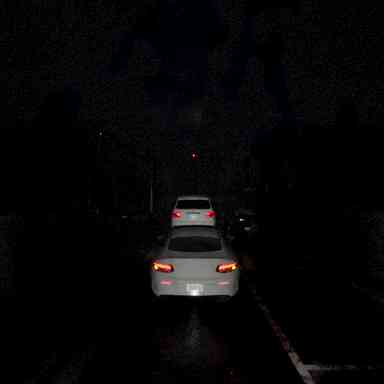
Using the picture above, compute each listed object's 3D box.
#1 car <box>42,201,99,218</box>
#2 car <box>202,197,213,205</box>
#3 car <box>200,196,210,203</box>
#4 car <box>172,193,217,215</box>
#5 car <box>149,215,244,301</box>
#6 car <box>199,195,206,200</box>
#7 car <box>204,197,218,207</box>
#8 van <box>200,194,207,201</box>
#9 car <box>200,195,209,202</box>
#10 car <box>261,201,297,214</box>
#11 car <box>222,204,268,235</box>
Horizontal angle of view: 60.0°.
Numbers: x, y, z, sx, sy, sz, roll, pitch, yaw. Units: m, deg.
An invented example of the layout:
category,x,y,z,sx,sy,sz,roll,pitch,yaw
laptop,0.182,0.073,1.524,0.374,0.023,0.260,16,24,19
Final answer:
category,x,y,z,sx,sy,sz,roll,pitch,yaw
car,-11.036,1.593,30.279,4.902,1.511,2.128,0,1,0
car,2.832,1.589,61.791,1.802,1.307,4.206,-1,0,0
car,2.869,1.556,72.856,1.887,1.381,4.507,-1,0,0
car,0.092,1.217,17.925,2.150,2.045,5.566,0,0,1
car,0.082,1.523,8.175,1.812,1.442,4.674,0,0,1
car,2.945,1.571,94.986,2.008,1.369,4.403,-1,0,0
car,2.794,1.547,50.726,1.887,1.381,4.507,-1,0,0
van,2.902,1.357,83.921,1.690,1.788,3.998,-1,0,0
car,2.886,1.454,78.389,1.967,1.590,4.097,-1,0,0
car,7.870,1.520,33.164,4.718,1.301,1.895,0,1,0
car,2.683,1.546,18.281,2.008,1.369,4.403,-1,0,0
